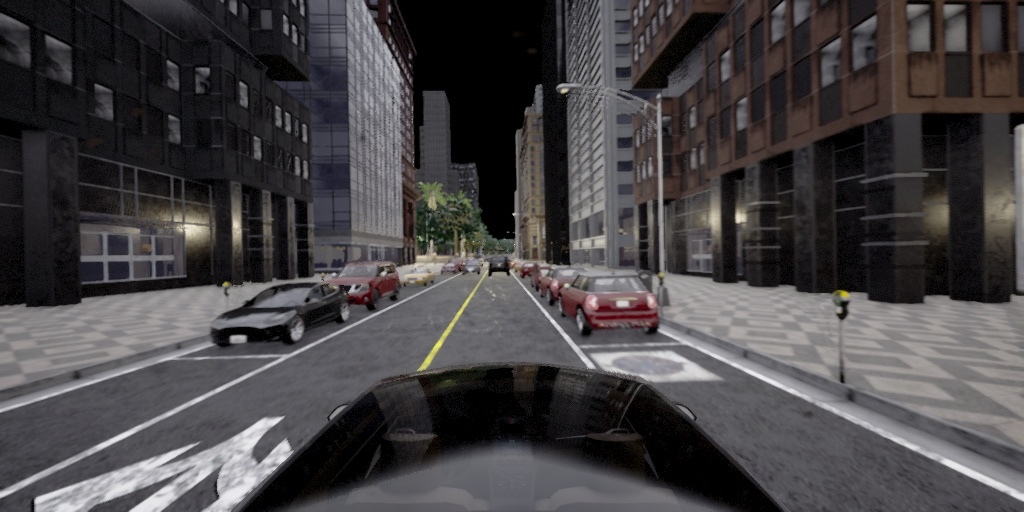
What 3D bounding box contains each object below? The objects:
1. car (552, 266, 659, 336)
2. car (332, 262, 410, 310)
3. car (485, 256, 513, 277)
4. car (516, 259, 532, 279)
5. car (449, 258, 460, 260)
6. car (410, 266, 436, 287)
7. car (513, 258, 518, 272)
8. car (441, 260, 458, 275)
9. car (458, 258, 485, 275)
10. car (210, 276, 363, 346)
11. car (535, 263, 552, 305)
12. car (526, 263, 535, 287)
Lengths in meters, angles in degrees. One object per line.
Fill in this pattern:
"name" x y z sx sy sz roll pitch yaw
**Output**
"car" 2.518 1.133 10.274 1.967 1.591 4.097 0 0 -2
"car" -6.217 1.179 15.355 2.192 1.841 5.009 0 0 -2
"car" -1.299 0.978 36.729 2.150 2.045 5.566 -1 0 -2
"car" 1.645 1.243 31.956 1.888 1.381 4.507 0 0 -2
"car" -7.526 1.192 47.884 2.192 1.841 5.009 0 0 -2
"car" -6.647 1.392 26.028 1.751 1.417 4.829 0 0 -2
"car" 1.202 1.228 42.967 1.751 1.417 4.829 0 0 -2
"car" -7.308 1.456 42.463 1.802 1.307 4.207 0 0 -2
"car" -4.474 1.309 40.373 2.128 1.511 4.902 -1 0 -2
"car" -5.999 1.430 9.933 1.948 1.339 4.313 0 0 -2
"car" 2.300 1.134 15.694 1.967 1.591 4.097 0 0 -2
"car" 2.082 1.277 21.114 1.802 1.307 4.207 0 0 -2
